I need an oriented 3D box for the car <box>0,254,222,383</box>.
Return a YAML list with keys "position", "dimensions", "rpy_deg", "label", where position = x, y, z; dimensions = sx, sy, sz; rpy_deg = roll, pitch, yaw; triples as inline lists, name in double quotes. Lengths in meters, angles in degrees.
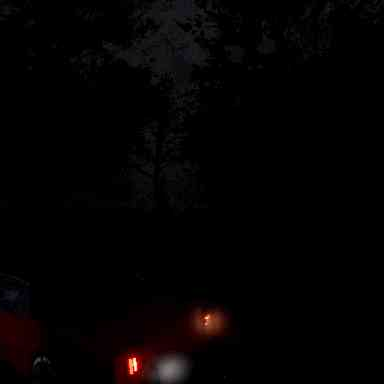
- position: [-2.042, 1.604, 4.834]
  dimensions: [4.718, 1.301, 1.895]
  rpy_deg: [0, 0, 35]
  label: "car"
